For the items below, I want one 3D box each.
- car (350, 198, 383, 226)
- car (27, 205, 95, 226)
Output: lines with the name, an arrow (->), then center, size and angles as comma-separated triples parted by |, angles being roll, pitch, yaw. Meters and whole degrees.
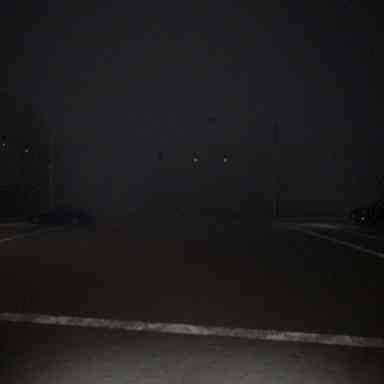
car -> 14.804, 1.427, 24.730 | 5.566, 2.045, 2.150 | -1, -1, 1
car -> -10.156, 1.795, 25.858 | 5.008, 1.535, 1.882 | 0, -1, 2
